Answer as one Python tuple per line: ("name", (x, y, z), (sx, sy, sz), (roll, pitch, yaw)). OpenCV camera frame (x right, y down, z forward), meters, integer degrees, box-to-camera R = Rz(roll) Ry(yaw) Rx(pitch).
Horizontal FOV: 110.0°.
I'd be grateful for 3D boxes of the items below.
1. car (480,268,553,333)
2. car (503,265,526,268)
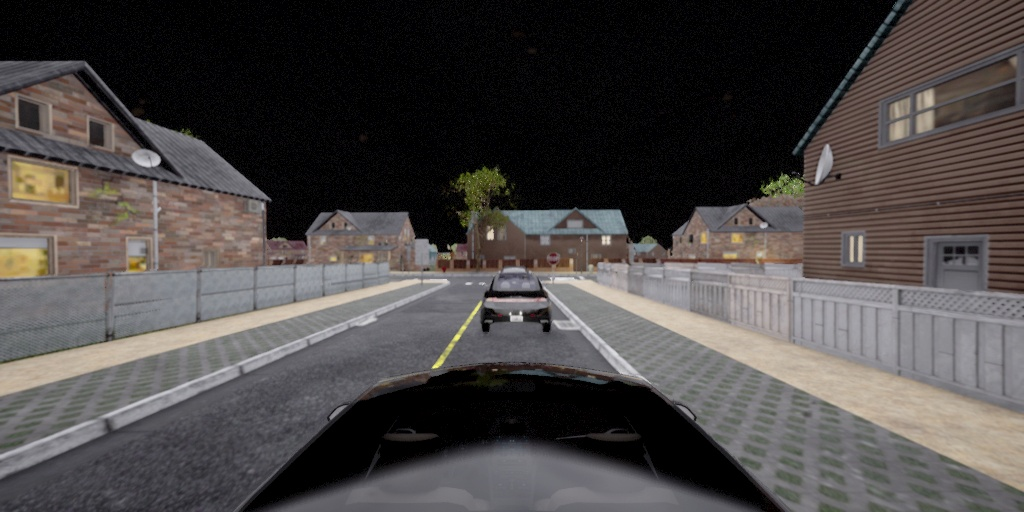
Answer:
("car", (0.110, 1.275, 10.863), (2.128, 1.511, 4.902), (0, 0, 0))
("car", (0.162, 1.306, 21.387), (1.882, 1.535, 5.008), (0, 0, 2))
